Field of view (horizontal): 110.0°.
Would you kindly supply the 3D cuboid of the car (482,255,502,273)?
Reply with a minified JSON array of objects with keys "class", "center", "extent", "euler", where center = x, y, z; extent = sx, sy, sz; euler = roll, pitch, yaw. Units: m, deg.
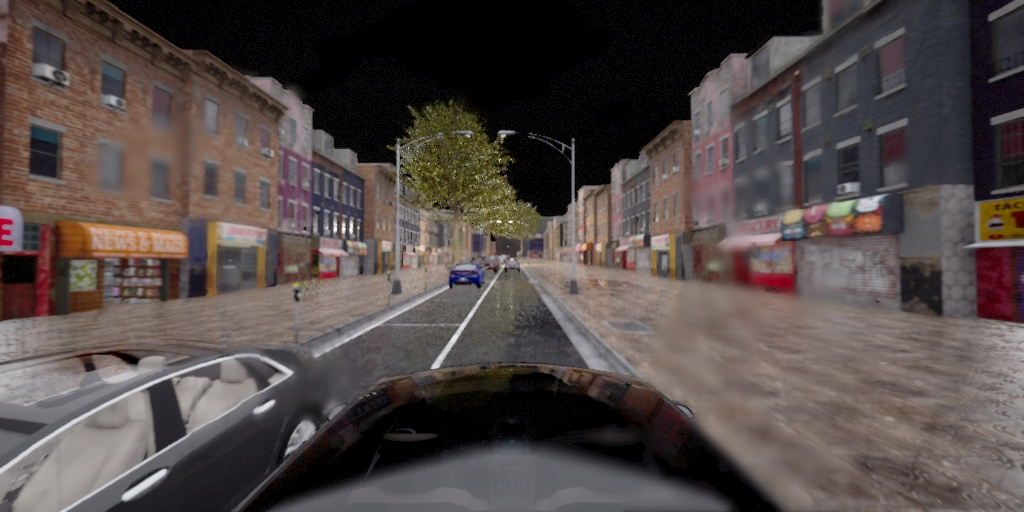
[{"class":"car","center":[-2.633,0.870,40.598],"extent":[2.192,1.841,5.009],"euler":[0,0,0]}]

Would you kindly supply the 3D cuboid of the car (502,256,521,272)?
[{"class":"car","center":[0.047,1.094,42.120],"extent":[2.033,1.411,5.357],"euler":[0,0,0]}]

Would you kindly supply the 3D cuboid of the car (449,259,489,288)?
[{"class":"car","center":[-2.748,1.135,22.668],"extent":[1.882,1.535,5.008],"euler":[0,0,0]}]

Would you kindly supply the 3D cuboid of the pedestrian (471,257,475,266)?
[{"class":"pedestrian","center":[-2.748,0.934,25.697],"extent":[0.375,1.860,0.375],"euler":[-2,-1,0]}]

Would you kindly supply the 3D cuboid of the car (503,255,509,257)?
[{"class":"car","center":[0.006,1.032,53.247],"extent":[2.033,1.411,5.357],"euler":[0,0,0]}]

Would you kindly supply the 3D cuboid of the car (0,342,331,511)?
[{"class":"car","center":[-2.637,1.300,1.845],"extent":[2.007,1.370,4.403],"euler":[0,0,0]}]
